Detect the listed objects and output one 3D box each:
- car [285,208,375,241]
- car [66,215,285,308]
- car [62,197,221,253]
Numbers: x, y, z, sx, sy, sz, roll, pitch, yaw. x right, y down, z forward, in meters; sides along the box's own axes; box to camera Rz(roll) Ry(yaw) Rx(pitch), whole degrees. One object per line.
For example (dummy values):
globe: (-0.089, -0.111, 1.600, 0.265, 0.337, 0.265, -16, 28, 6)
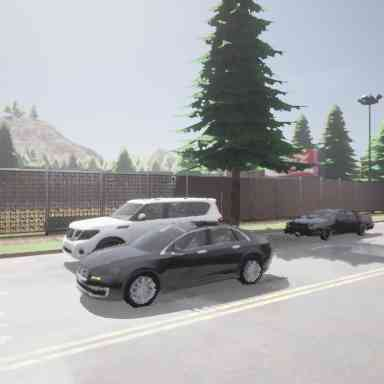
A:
car: (7.152, 1.547, 16.980, 5.357, 1.411, 2.033, 0, 0, -33)
car: (-0.208, 1.504, 8.002, 4.892, 1.490, 1.837, 0, 0, -33)
car: (-1.427, 1.221, 11.389, 5.566, 2.045, 2.150, 0, 0, -33)
